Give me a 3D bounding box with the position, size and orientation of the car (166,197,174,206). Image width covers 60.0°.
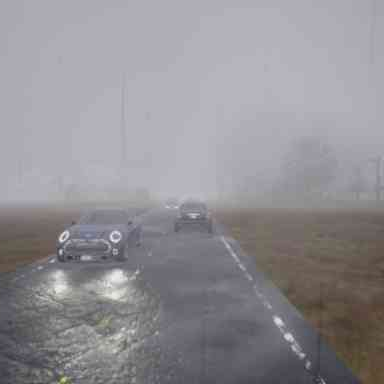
[{"bbox_3d":[-3.113,1.535,53.734,2.033,1.411,5.357,0,0,0],"label":"car"}]

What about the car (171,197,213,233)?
[{"bbox_3d":[0.079,1.347,19.936,2.097,1.767,4.553,0,0,0],"label":"car"}]

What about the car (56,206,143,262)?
[{"bbox_3d":[-3.112,1.351,12.027,2.097,1.767,4.553,0,0,0],"label":"car"}]

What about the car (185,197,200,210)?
[{"bbox_3d":[0.052,1.468,42.773,1.882,1.535,5.008,0,0,0],"label":"car"}]
